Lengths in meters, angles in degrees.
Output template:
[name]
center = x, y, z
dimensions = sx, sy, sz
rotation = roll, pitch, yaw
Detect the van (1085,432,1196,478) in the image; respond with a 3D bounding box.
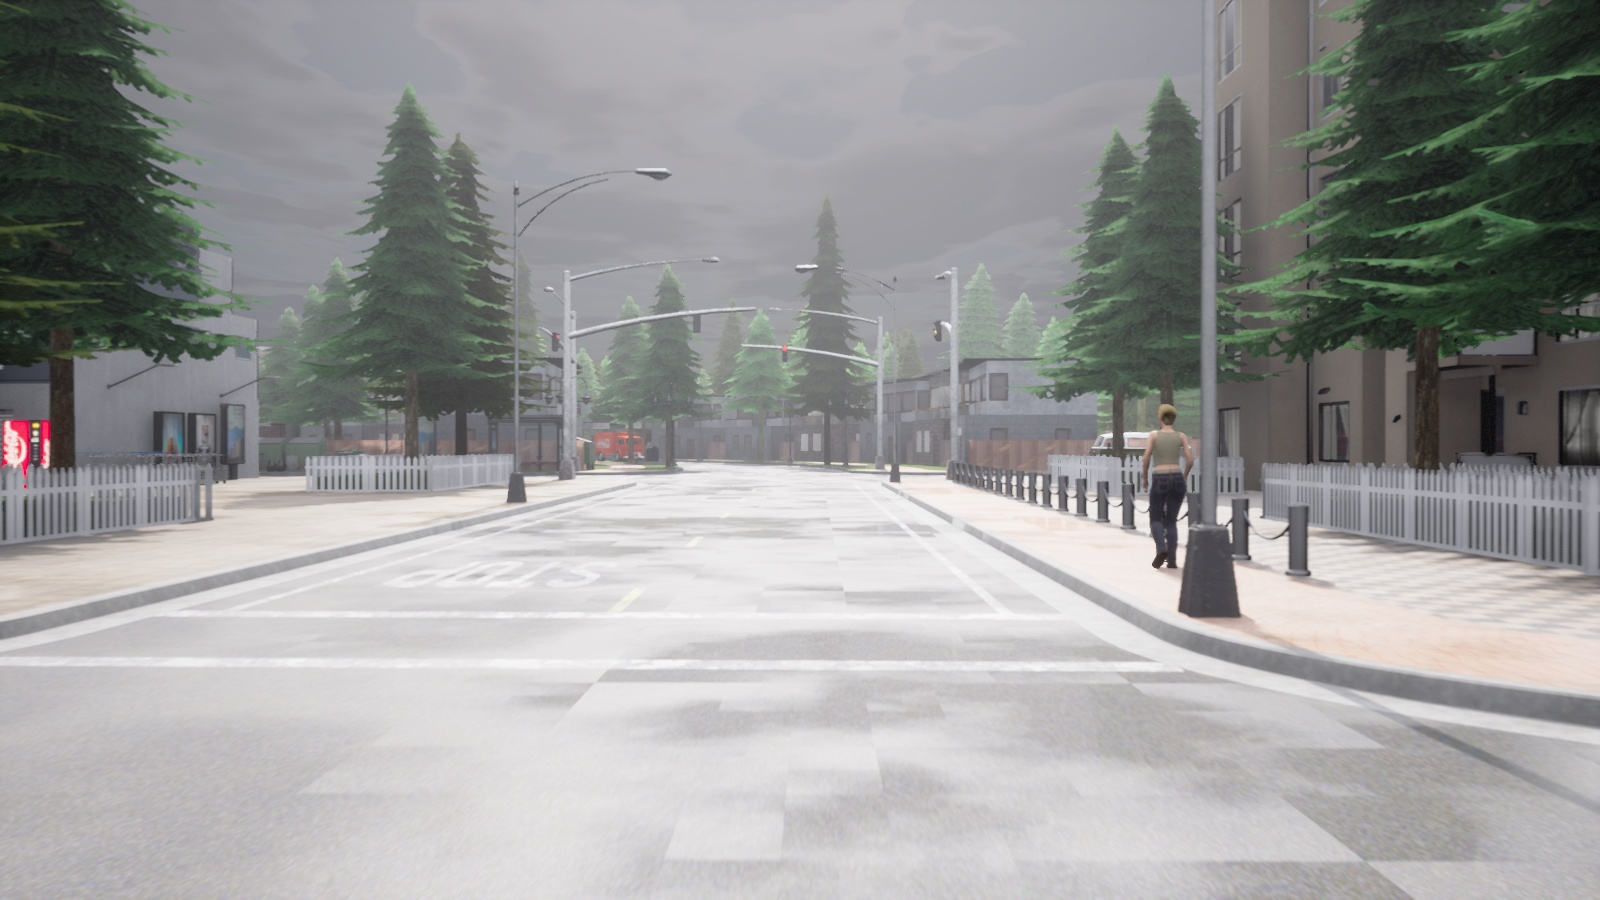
[van]
center = 15.352, 0.230, 56.797
dimensions = 4.480, 2.038, 2.069
rotation = 0, 0, 2

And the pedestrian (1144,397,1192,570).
[pedestrian]
center = 3.973, 0.354, 13.580
dimensions = 0.345, 1.836, 0.594
rotation = 0, 0, 1
